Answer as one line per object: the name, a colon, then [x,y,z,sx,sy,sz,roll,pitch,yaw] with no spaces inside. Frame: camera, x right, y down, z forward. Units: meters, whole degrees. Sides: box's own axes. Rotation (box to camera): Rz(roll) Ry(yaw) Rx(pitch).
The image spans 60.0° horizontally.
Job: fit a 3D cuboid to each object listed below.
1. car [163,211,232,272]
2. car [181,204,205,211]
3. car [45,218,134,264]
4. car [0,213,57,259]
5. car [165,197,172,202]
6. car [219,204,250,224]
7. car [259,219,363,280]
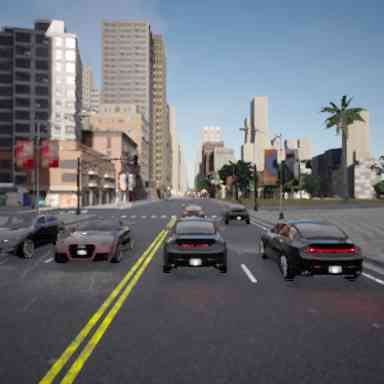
car: [0.092,1.591,11.088,1.837,1.490,4.892,0,0,0]
car: [0.099,1.746,27.321,1.812,1.442,4.674,0,-1,0]
car: [-3.354,1.658,12.106,1.994,1.385,4.181,0,0,0]
car: [-6.604,1.593,13.109,2.128,1.511,4.902,0,0,0]
car: [-6.659,2.226,95.055,1.812,1.442,4.674,0,0,0]
car: [3.351,1.714,26.574,1.837,1.490,4.892,0,-2,-2]
car: [3.343,1.584,10.192,1.837,1.490,4.892,0,-1,0]
